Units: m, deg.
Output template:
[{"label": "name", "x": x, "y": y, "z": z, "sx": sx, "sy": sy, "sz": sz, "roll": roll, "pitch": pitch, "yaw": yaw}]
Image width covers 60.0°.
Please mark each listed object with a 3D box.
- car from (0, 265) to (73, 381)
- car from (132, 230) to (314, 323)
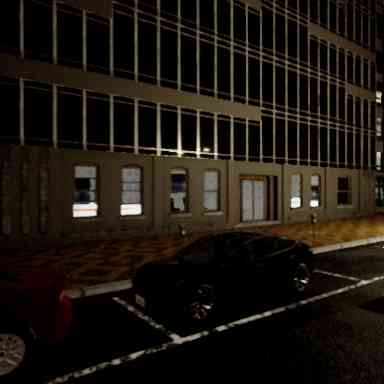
[{"label": "car", "x": -3.778, "y": 1.549, "z": 3.862, "sx": 4.507, "sy": 1.381, "sz": 1.887, "roll": 0, "pitch": 0, "yaw": -35}, {"label": "car", "x": 0.856, "y": 1.544, "z": 7.168, "sx": 4.313, "sy": 1.339, "sz": 1.947, "roll": 0, "pitch": 0, "yaw": -35}]
